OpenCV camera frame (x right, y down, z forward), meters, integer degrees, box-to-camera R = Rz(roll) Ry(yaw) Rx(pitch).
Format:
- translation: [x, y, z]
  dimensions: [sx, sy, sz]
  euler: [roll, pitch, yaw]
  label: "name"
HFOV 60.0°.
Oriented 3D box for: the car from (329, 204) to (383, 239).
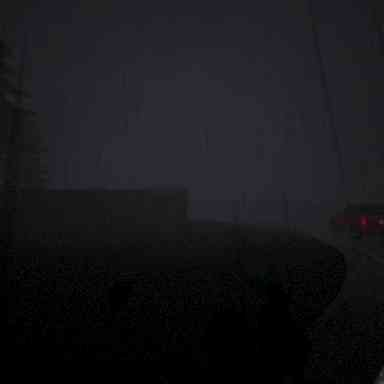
- translation: [9.088, 1.439, 17.840]
  dimensions: [2.097, 1.767, 4.553]
  euler: [0, 0, 4]
  label: "car"
